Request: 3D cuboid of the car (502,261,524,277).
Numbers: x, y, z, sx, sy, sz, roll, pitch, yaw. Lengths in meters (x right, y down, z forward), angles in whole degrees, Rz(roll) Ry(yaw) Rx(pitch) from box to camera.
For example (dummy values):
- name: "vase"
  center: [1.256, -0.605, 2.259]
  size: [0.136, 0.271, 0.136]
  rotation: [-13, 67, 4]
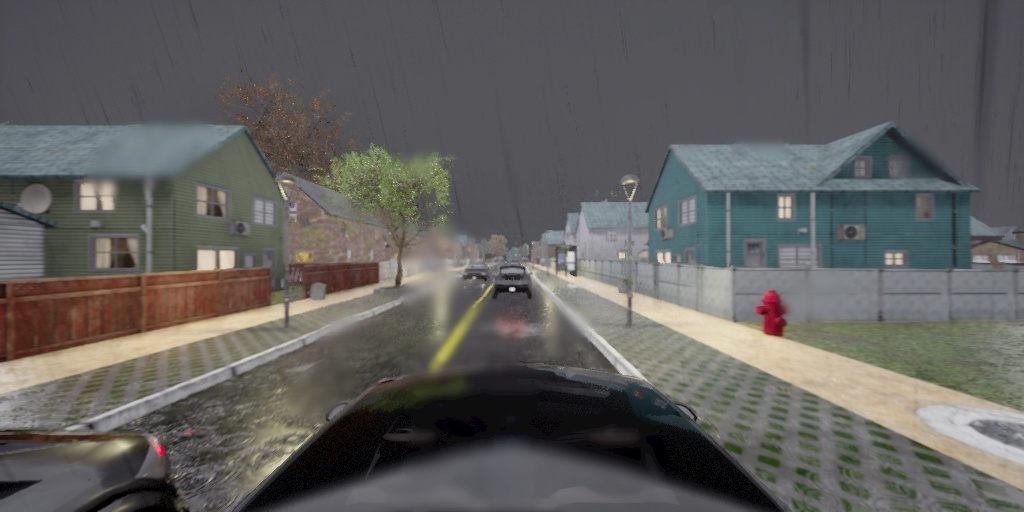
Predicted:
- name: "car"
  center: [0.101, 1.247, 36.711]
  size: [2.033, 1.411, 5.357]
  rotation: [0, 0, 0]

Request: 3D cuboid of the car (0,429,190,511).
- name: "car"
  center: [-2.845, 1.317, 0.283]
  size: [1.994, 1.385, 4.181]
  rotation: [0, 1, 0]

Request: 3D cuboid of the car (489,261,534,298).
- name: "car"
  center: [0.034, 1.218, 18.330]
  size: [1.837, 1.490, 4.892]
  rotation: [0, 0, 1]

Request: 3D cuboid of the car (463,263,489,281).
- name: "car"
  center: [-2.768, 1.251, 29.150]
  size: [2.033, 1.411, 5.357]
  rotation: [0, 0, 0]
